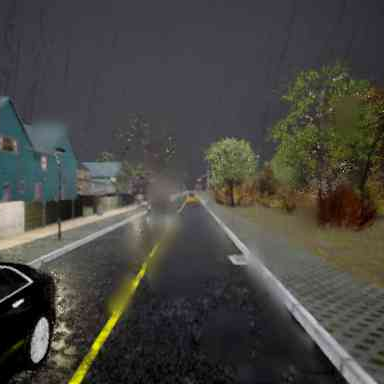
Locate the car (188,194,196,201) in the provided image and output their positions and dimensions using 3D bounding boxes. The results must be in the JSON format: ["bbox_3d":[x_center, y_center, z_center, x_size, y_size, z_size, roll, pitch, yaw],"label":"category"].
[{"bbox_3d":[0.020,1.136,74.118,1.837,1.490,4.892,0,0,0],"label":"car"}]

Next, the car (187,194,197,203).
[{"bbox_3d":[0.018,1.257,63.684,1.882,1.535,5.008,0,0,0],"label":"car"}]

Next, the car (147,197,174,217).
[{"bbox_3d":[-2.751,1.244,30.167,2.097,1.767,4.553,0,0,0],"label":"car"}]

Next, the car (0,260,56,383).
[{"bbox_3d":[-2.839,1.495,2.872,1.837,1.490,4.892,0,0,0],"label":"car"}]
